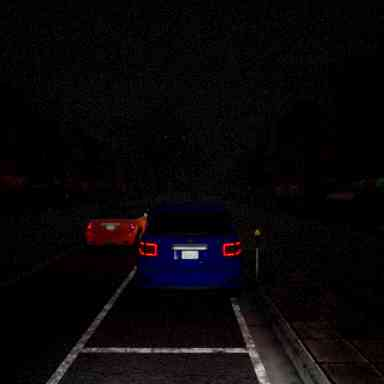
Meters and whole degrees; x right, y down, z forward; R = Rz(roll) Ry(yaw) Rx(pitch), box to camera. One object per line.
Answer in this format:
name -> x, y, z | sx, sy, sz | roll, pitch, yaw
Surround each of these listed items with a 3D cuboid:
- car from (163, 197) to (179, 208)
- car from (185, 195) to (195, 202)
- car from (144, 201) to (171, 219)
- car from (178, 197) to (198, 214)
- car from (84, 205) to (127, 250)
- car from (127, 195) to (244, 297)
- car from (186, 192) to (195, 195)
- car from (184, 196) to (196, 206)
car -> -2.905, 1.449, 46.516 | 1.994, 1.385, 4.181 | 0, 0, 0
car -> -0.343, 1.327, 68.224 | 2.008, 1.369, 4.403 | 1, 0, 0
car -> -2.914, 1.555, 29.225 | 1.895, 1.301, 4.718 | 0, 0, 0
car -> -0.358, 1.374, 34.976 | 1.967, 1.590, 4.097 | 1, 0, 0
car -> -3.014, 1.341, 14.421 | 2.097, 1.767, 4.553 | 0, 0, 0
car -> -0.035, 1.225, 8.677 | 2.150, 2.045, 5.566 | 0, 0, 0
car -> -0.353, 1.226, 40.516 | 2.192, 1.841, 5.009 | 1, 0, 0
car -> -0.350, 1.387, 51.770 | 1.752, 1.417, 4.829 | 1, 0, 0
